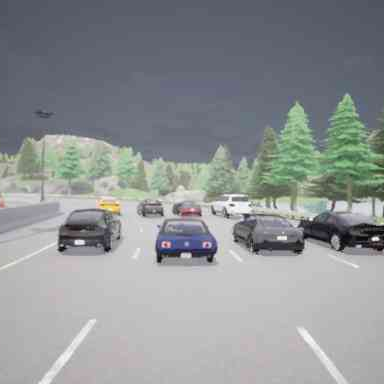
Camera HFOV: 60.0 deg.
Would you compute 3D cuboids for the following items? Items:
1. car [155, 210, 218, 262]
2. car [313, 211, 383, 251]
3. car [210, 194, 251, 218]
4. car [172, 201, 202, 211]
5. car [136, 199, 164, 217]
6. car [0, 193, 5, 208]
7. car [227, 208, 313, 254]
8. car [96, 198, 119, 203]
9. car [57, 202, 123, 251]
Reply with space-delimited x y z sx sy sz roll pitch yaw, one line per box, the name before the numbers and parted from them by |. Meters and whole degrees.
car | -0.333 1.576 12.017 1.895 1.301 4.718 1 0 -4
car | 6.412 1.575 14.585 1.882 1.535 5.008 1 0 -7
car | 3.424 1.242 30.143 2.150 2.045 5.566 1 0 -16
car | -0.565 1.507 31.093 1.994 1.385 4.181 1 0 -18
car | -3.813 1.376 29.823 2.128 1.511 4.902 1 0 -17
car | -22.556 0.875 37.974 2.097 1.767 4.553 1 0 -29
car | 2.990 1.599 13.807 1.994 1.385 4.181 1 0 -6
car | -7.738 1.288 30.580 1.882 1.535 5.008 1 0 -18
car | -3.997 1.411 13.514 1.837 1.490 4.892 1 0 -6
